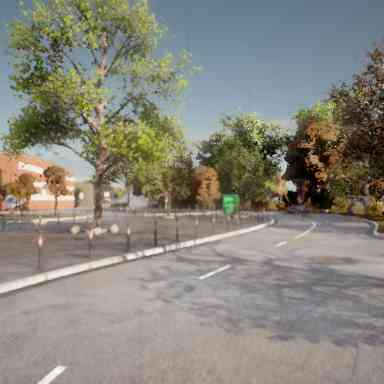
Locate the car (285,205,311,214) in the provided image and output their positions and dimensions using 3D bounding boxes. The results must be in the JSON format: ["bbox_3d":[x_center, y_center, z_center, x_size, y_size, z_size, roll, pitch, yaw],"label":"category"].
[{"bbox_3d":[16.446,2.715,51.872,2.033,1.411,5.357,0,-1,-12],"label":"car"}]
